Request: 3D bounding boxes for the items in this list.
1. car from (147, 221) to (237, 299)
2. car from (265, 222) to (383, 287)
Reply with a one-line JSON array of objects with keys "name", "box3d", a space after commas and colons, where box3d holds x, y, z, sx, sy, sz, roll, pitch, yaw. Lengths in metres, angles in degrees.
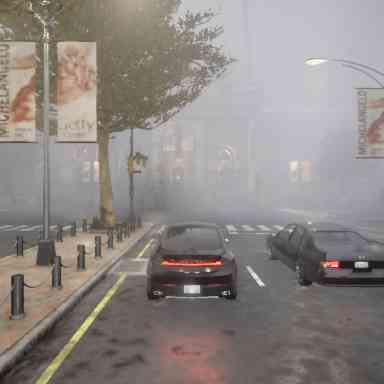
[{"name": "car", "box3d": [-0.001, 1.505, 8.418, 1.837, 1.490, 4.892, 0, 0, 0]}, {"name": "car", "box3d": [3.498, 1.547, 9.382, 2.033, 1.411, 5.357, 0, 0, 0]}]
